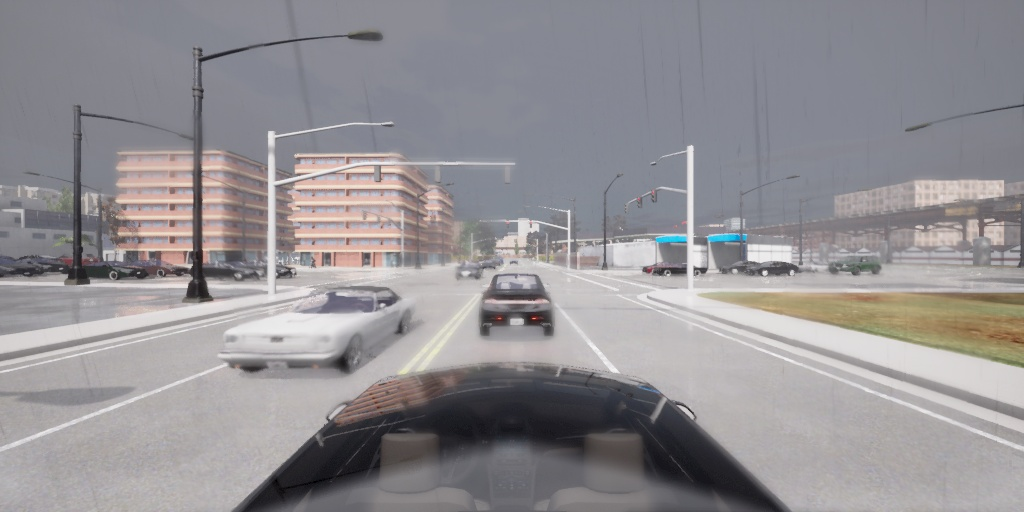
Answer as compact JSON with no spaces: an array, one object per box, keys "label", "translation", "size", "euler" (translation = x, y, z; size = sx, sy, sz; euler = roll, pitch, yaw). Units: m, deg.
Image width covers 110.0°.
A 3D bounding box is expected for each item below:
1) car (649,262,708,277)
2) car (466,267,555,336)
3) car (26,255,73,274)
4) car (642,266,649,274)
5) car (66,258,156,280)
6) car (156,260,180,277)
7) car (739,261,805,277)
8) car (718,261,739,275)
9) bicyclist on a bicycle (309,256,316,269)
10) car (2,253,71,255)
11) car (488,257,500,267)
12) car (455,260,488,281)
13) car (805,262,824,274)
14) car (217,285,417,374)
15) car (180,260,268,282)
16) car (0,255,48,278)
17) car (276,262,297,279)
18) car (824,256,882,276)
[{"label":"car","translation":[16.635,1.351,35.651],"size":[4.718,1.301,1.895],"euler":[0,0,0]},{"label":"car","translation":[0.121,1.242,10.343],"size":[2.128,1.511,4.902],"euler":[0,0,0]},{"label":"car","translation":[-40.294,0.868,30.502],"size":[4.181,1.385,1.994],"euler":[1,0,1]},{"label":"car","translation":[16.475,1.314,39.179],"size":[4.181,1.385,1.994],"euler":[0,0,1]},{"label":"car","translation":[-29.789,1.054,26.731],"size":[4.181,1.385,1.994],"euler":[1,0,1]},{"label":"car","translation":[-30.403,1.025,30.250],"size":[5.357,1.411,2.033],"euler":[1,0,1]},{"label":"car","translation":[25.914,1.255,35.803],"size":[4.892,1.490,1.837],"euler":[0,0,-5]},{"label":"car","translation":[25.220,1.255,39.256],"size":[4.892,1.490,1.837],"euler":[0,0,-5]},{"label":"bicyclist on a bicycle","translation":[-25.927,0.844,46.628],"size":[0.582,1.620,1.656],"euler":[1,0,1]},{"label":"car","translation":[-50.377,0.628,37.894],"size":[4.892,1.490,1.837],"euler":[1,0,2]},{"label":"car","translation":[-3.341,1.297,53.133],"size":[2.033,1.411,5.357],"euler":[0,0,0]},{"label":"car","translation":[-3.459,1.206,29.519],"size":[2.128,1.511,4.902],"euler":[0,0,0]},{"label":"car","translation":[34.885,1.351,41.028],"size":[4.718,1.301,1.895],"euler":[0,0,-19]},{"label":"car","translation":[-3.572,1.351,7.666],"size":[1.895,1.301,4.718],"euler":[0,0,0]},{"label":"car","translation":[-20.949,1.109,26.508],"size":[4.902,1.511,2.128],"euler":[1,0,1]},{"label":"car","translation":[-39.042,0.875,26.967],"size":[5.357,1.411,2.033],"euler":[1,0,1]},{"label":"car","translation":[-20.660,1.109,29.999],"size":[4.902,1.511,2.128],"euler":[1,0,1]},{"label":"car","translation":[36.329,0.971,37.857],"size":[5.566,2.045,2.150],"euler":[0,0,-19]}]
